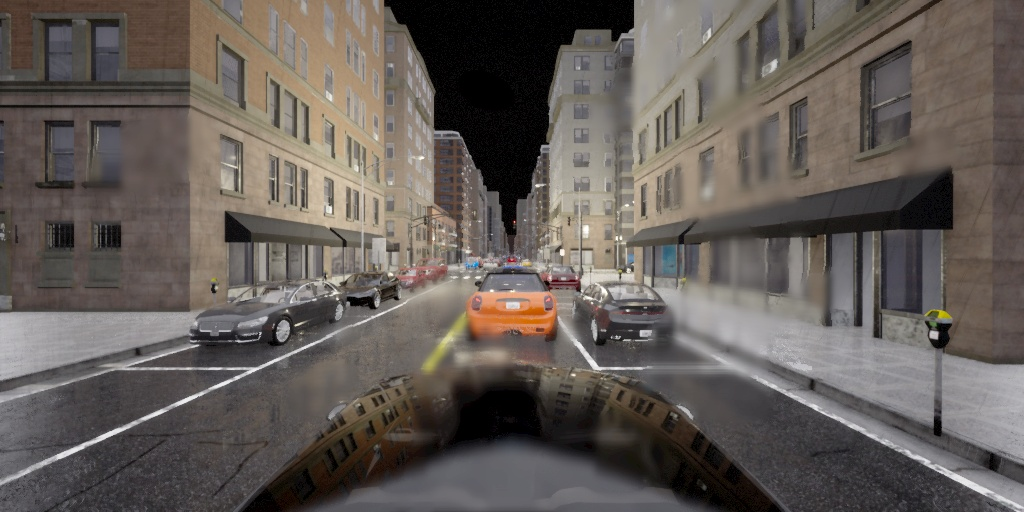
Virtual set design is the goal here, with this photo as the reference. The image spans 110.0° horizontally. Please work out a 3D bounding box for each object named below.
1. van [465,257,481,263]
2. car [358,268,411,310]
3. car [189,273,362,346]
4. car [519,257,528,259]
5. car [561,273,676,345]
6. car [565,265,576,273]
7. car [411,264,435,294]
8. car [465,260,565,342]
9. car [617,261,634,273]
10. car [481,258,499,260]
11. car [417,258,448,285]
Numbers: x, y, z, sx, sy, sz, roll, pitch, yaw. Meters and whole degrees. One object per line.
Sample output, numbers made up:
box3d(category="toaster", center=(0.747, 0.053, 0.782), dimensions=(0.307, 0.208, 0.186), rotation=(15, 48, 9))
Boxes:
box3d(category="van", center=(-5.895, 1.080, 52.779), dimensions=(1.690, 1.789, 3.998), rotation=(0, 0, 0))
box3d(category="car", center=(-5.866, 1.315, 14.784), dimensions=(1.948, 1.339, 4.313), rotation=(0, 0, 0))
box3d(category="car", center=(-5.862, 1.300, 9.259), dimensions=(2.007, 1.370, 4.403), rotation=(0, 0, 0))
box3d(category="car", center=(2.622, 1.261, 64.171), dimensions=(1.751, 1.417, 4.829), rotation=(0, 0, 0))
box3d(category="car", center=(2.664, 1.300, 9.289), dimensions=(2.007, 1.370, 4.403), rotation=(0, 0, 0))
box3d(category="car", center=(2.656, 1.188, 20.340), dimensions=(1.967, 1.591, 4.097), rotation=(0, 0, 0))
box3d(category="car", center=(-5.870, 1.330, 20.308), dimensions=(1.802, 1.307, 4.207), rotation=(0, 0, 0))
box3d(category="car", center=(0.014, 1.102, 9.948), dimensions=(2.097, 1.767, 4.553), rotation=(0, 0, 0))
box3d(category="car", center=(14.536, 1.239, 40.974), dimensions=(4.892, 1.490, 1.837), rotation=(0, 0, 1))
box3d(category="car", center=(-3.117, 1.341, 51.907), dimensions=(1.895, 1.301, 4.718), rotation=(0, 0, -1))
box3d(category="car", center=(-5.875, 1.062, 25.831), dimensions=(2.192, 1.841, 5.009), rotation=(0, 0, 0))
